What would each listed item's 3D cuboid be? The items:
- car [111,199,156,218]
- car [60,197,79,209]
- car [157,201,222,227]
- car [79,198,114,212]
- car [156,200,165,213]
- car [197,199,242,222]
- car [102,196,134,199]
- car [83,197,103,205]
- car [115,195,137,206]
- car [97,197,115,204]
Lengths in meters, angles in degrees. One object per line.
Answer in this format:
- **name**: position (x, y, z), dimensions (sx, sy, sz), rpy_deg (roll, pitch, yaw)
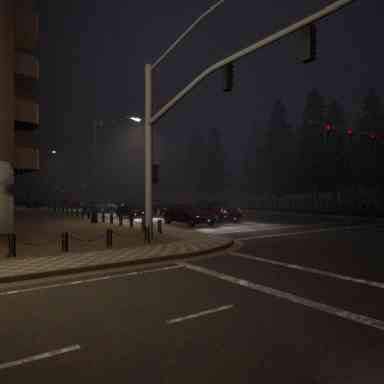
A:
- **car**: position (-5.435, 1.619, 30.577), dimensions (1.994, 1.385, 4.181), rpy_deg (0, 0, -36)
- **car**: position (-17.286, 1.533, 47.108), dimensions (1.882, 1.535, 5.008), rpy_deg (0, 0, -35)
- **car**: position (-0.319, 1.581, 23.508), dimensions (1.812, 1.442, 4.674), rpy_deg (0, 0, -37)
- **car**: position (-11.177, 1.656, 38.562), dimensions (1.895, 1.301, 4.718), rpy_deg (0, 0, -36)
- **car**: position (-3.374, 1.547, 33.709), dimensions (2.128, 1.511, 4.902), rpy_deg (0, 0, -36)
- **car**: position (1.862, 1.407, 26.439), dimensions (2.097, 1.767, 4.553), rpy_deg (0, 0, -36)
- **car**: position (-9.420, 1.603, 42.116), dimensions (2.033, 1.411, 5.357), rpy_deg (0, 0, -35)
- **car**: position (-18.015, 1.656, 60.365), dimensions (1.895, 1.301, 4.718), rpy_deg (0, 0, -36)
- **car**: position (-11.427, 1.408, 57.209), dimensions (2.097, 1.767, 4.553), rpy_deg (0, 0, -36)
- **car**: position (-16.689, 1.656, 64.485), dimensions (1.895, 1.301, 4.718), rpy_deg (0, 0, -36)
